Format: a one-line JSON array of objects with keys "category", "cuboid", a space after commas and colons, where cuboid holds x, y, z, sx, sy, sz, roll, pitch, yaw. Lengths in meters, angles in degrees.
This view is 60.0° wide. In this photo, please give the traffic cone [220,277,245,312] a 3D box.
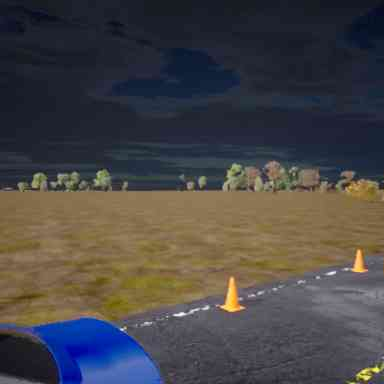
[{"category": "traffic cone", "cuboid": [0.785, 1.948, 6.433, 0.340, 0.580, 0.340, 0, 0, -37]}]

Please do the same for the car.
[{"category": "car", "cuboid": [-2.435, 1.485, 1.185, 5.008, 1.535, 1.882, 0, 0, -36]}]

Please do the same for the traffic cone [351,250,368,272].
[{"category": "traffic cone", "cuboid": [4.739, 1.932, 9.415, 0.340, 0.580, 0.340, 0, 0, -38]}]
